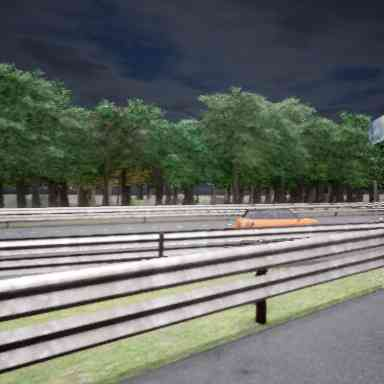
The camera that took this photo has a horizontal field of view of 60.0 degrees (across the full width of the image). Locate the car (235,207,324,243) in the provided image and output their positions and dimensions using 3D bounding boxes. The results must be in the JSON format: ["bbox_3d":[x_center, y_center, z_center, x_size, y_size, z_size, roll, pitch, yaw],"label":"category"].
[{"bbox_3d":[4.544,1.629,17.274,4.553,1.767,2.097,0,0,-20],"label":"car"}]
